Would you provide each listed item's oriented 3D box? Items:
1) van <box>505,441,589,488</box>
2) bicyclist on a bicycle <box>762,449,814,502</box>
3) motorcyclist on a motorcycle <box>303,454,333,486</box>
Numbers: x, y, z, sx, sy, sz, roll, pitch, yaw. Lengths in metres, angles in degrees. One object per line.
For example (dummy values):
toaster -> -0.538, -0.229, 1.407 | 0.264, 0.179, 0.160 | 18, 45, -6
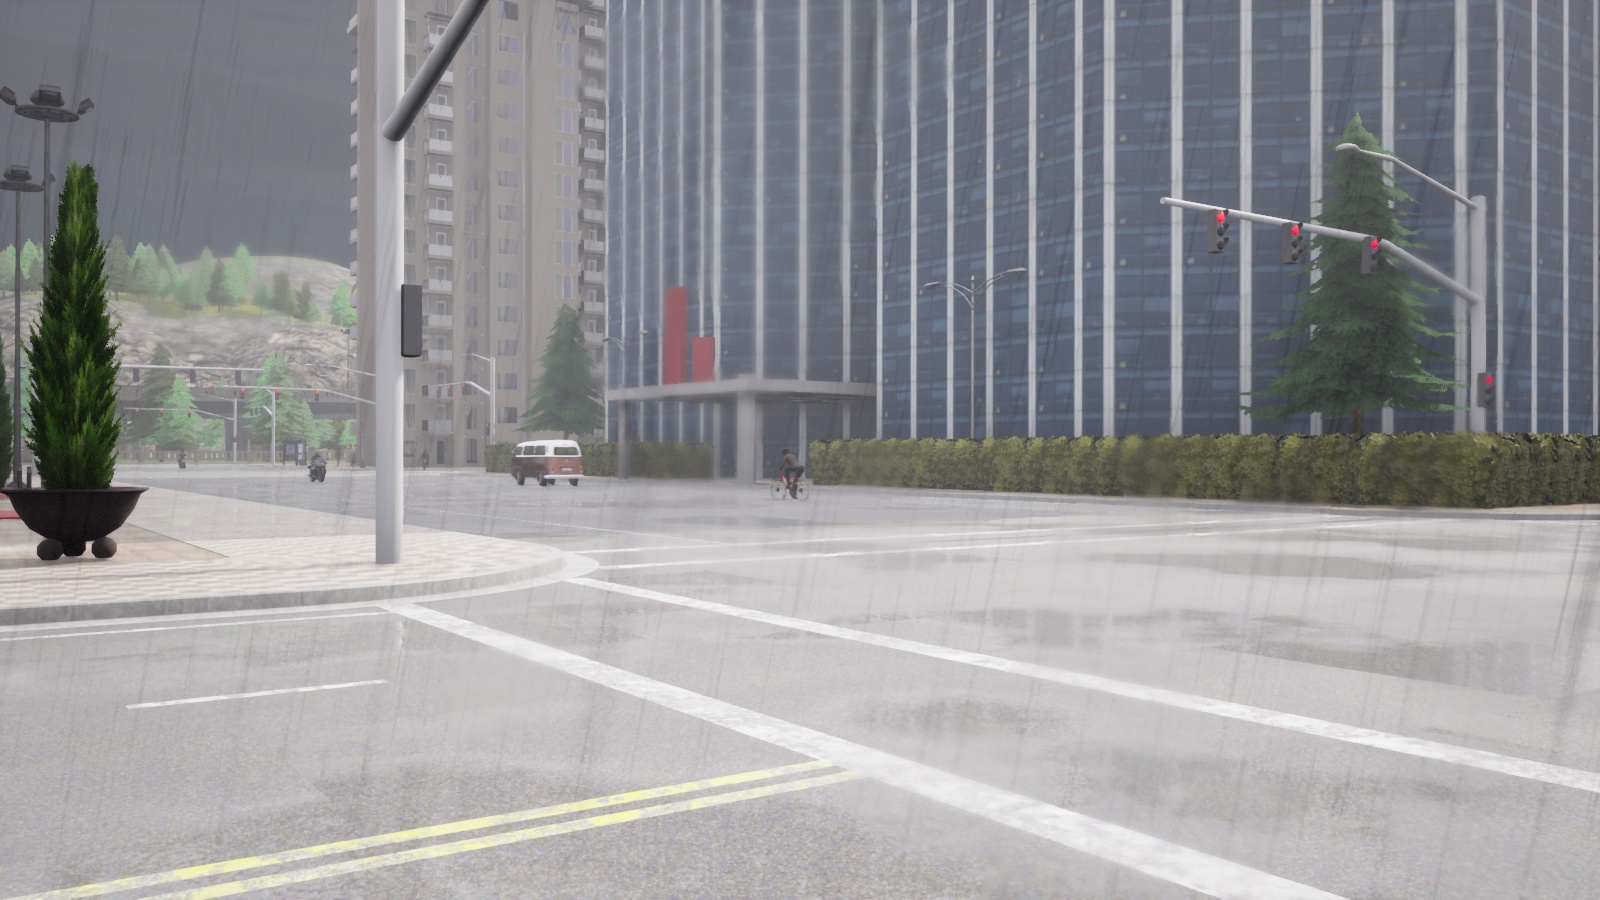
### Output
van -> -11.402, 0.630, 56.317 | 2.069, 2.038, 4.480 | 0, 0, -35
bicyclist on a bicycle -> -0.372, 0.794, 39.097 | 1.656, 1.620, 0.582 | -1, 0, 43
motorcyclist on a motorcycle -> -23.594, 0.980, 61.447 | 0.866, 1.530, 2.191 | 0, 0, -35
